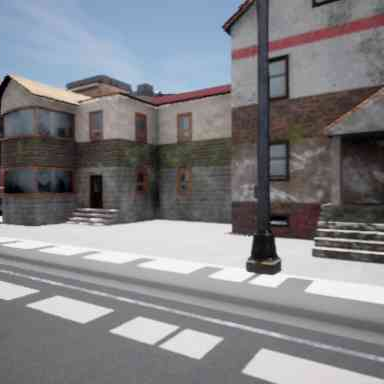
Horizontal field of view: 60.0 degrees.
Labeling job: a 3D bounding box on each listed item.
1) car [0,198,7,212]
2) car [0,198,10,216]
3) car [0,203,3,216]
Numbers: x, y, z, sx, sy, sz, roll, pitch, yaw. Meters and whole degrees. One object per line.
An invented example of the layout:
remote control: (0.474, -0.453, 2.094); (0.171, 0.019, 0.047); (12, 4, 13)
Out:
car: (-17.767, 1.164, 27.950); (1.853, 1.218, 4.536); (0, 0, 2)
car: (-17.768, 1.322, 27.899); (2.038, 1.542, 4.974); (0, 0, 2)
car: (-16.240, 1.183, 24.499); (4.536, 1.218, 1.853); (-1, 1, -28)
